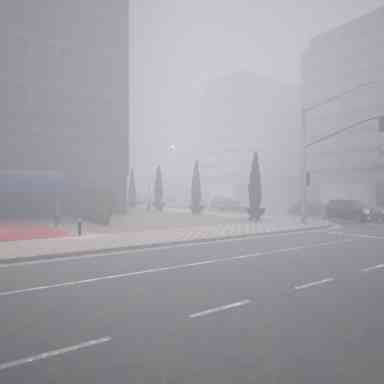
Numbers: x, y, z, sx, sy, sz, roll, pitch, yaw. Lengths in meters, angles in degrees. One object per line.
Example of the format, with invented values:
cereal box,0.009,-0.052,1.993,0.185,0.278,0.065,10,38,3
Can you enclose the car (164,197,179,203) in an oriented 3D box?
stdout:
car,-4.736,1.600,69.582,1.895,1.301,4.718,0,0,-34

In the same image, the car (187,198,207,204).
car,0.921,1.564,61.417,1.994,1.385,4.181,0,0,-34

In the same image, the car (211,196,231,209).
car,4.483,1.351,43.754,2.097,1.767,4.553,0,0,-35

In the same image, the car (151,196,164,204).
car,-7.666,1.477,61.272,1.882,1.535,5.008,0,0,-34

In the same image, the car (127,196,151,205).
car,-9.783,1.547,58.165,2.033,1.411,5.357,0,0,-34

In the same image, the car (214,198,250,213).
car,4.947,1.601,36.973,1.895,1.301,4.718,0,0,-35

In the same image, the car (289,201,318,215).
car,11.820,1.564,33.324,1.994,1.385,4.181,0,0,-36

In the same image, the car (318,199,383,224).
car,12.158,1.351,25.119,2.097,1.767,4.553,0,0,-22
